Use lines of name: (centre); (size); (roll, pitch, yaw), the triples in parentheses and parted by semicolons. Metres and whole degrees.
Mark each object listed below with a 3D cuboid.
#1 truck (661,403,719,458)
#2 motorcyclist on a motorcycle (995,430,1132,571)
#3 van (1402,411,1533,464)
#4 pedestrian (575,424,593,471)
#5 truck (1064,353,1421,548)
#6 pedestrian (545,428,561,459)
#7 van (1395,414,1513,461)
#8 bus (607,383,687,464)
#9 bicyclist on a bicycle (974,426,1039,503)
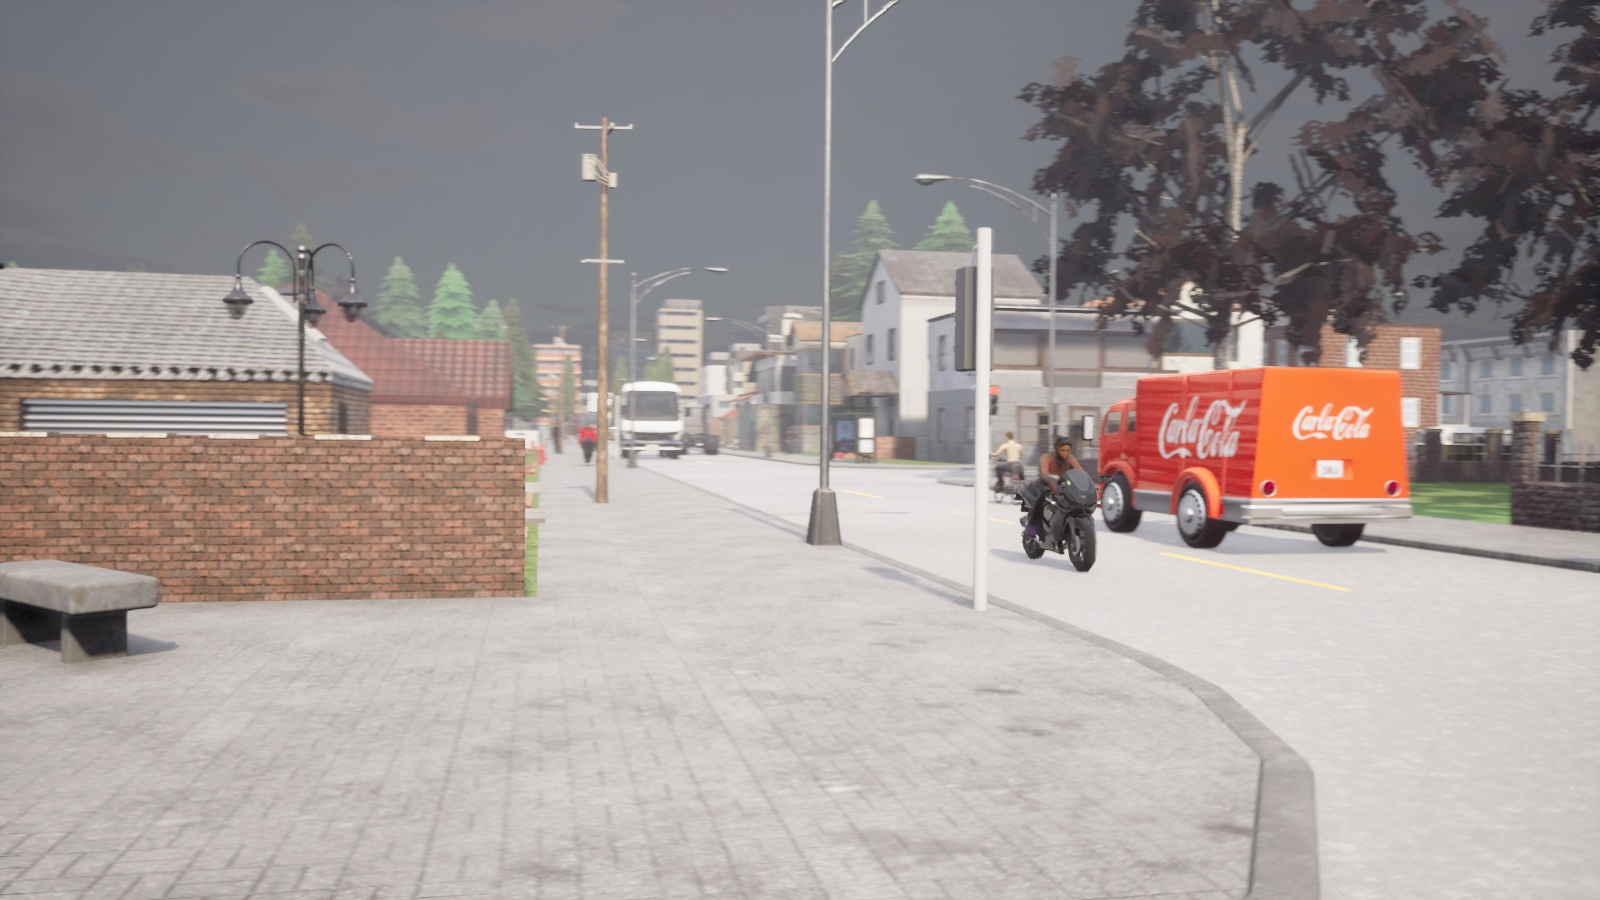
truck: (-7.468, -1.298, 84.142); (2.891, 3.462, 7.936); (-1, 1, -12)
motorcyclist on a motorcycle: (3.031, 0.537, 14.685); (0.797, 1.523, 2.044); (-1, 1, -12)
van: (27.275, -0.521, 51.361); (4.480, 2.038, 2.069); (-1, 1, -14)
pedestrian: (-8.576, -0.110, 49.859); (0.634, 1.844, 0.899); (-1, 1, -12)
truck: (6.302, -0.030, 18.766); (2.627, 2.467, 5.204); (-1, 1, -13)
pedestrian: (-14.808, -0.396, 75.313); (0.634, 1.844, 0.899); (-1, 1, -30)
van: (28.995, -0.573, 55.707); (4.442, 1.987, 1.775); (-1, 1, -8)
bus: (-8.863, -1.496, 71.478); (3.944, 4.253, 10.273); (-1, 1, -10)
bicyclist on a bicycle: (4.490, 0.293, 27.437); (0.866, 1.612, 1.509); (-1, 1, -13)
